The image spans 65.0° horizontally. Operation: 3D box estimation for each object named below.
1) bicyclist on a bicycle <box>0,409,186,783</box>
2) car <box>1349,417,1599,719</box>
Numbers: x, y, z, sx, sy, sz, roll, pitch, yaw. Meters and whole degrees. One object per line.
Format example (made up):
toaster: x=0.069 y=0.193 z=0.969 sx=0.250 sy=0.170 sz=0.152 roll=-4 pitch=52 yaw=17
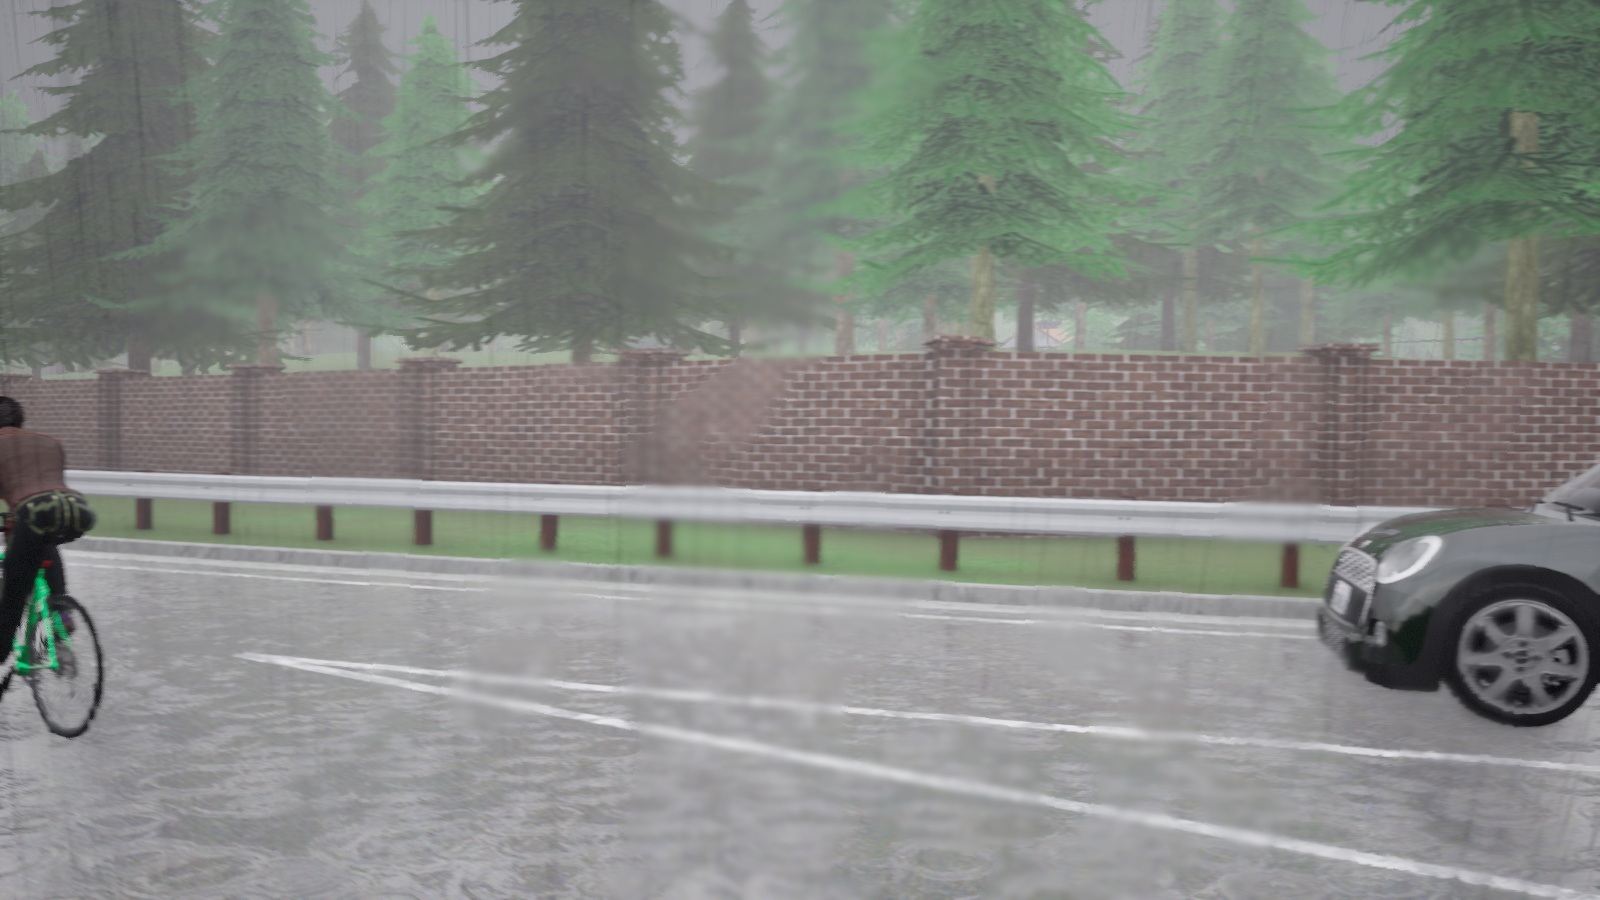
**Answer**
bicyclist on a bicycle: x=-3.753 y=0.630 z=6.122 sx=1.656 sy=1.620 sz=0.582 roll=0 pitch=1 yaw=34
car: x=5.208 y=0.557 z=6.823 sx=3.806 sy=1.475 sz=1.970 roll=0 pitch=1 yaw=14
